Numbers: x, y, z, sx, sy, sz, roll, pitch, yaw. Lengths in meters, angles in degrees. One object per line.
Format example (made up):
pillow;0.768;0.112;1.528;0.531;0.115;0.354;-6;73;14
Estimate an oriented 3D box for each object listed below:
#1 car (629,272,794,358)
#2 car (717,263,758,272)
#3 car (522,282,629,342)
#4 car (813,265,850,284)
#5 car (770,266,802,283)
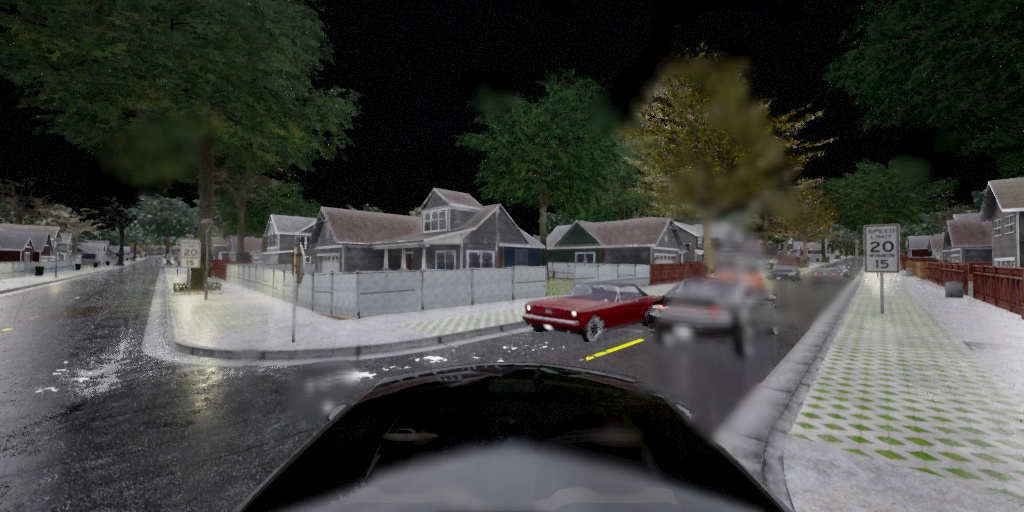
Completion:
car;5.088;1.301;8.768;4.902;1.511;2.128;1;-1;-45
car;12.643;1.287;20.308;4.553;1.767;2.097;1;-1;-45
car;2.484;1.431;10.248;4.718;1.301;1.895;1;-1;-43
car;27.087;1.567;30.593;5.357;1.411;2.033;0;-1;-44
car;24.466;1.590;32.004;5.357;1.411;2.033;0;-1;-44
